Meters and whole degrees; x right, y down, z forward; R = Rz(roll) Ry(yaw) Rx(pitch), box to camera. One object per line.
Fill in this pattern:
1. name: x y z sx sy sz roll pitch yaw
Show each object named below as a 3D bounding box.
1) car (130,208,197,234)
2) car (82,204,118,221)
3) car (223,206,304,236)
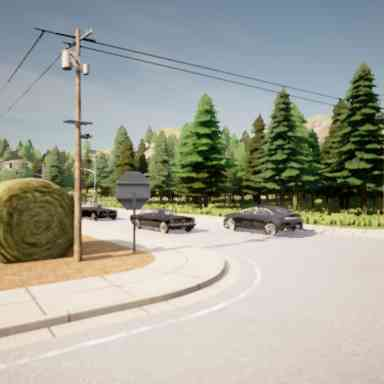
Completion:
1. car: -1.808 1.633 19.757 1.895 1.301 4.718 0 0 -38
2. car: -7.880 1.633 27.464 1.895 1.301 4.718 0 0 -38
3. car: 3.842 1.523 18.690 2.128 1.511 4.902 0 0 -39
